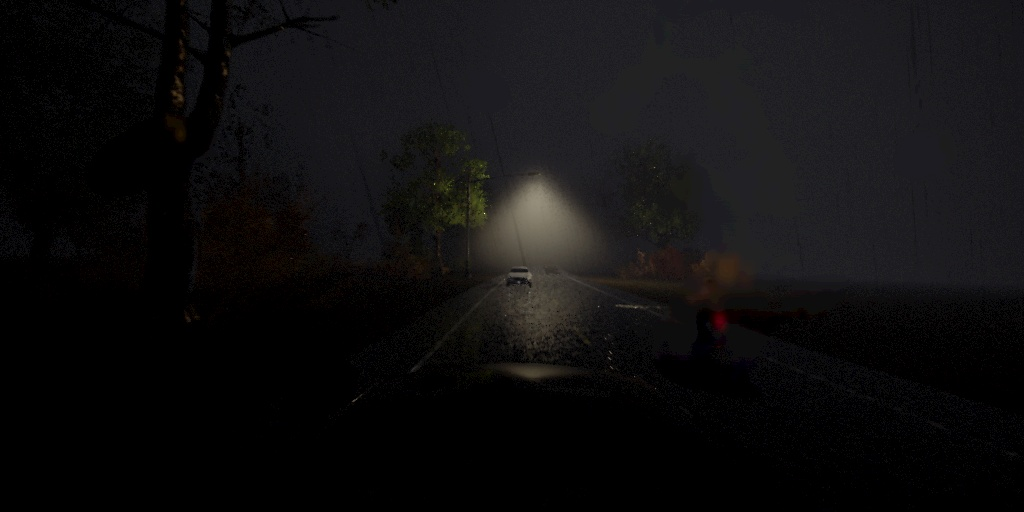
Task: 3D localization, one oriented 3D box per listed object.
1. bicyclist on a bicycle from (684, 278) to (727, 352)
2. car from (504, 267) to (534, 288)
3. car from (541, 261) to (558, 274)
[{"bbox_3d":[4.575,1.304,8.377,0.866,1.612,1.509,1,0,1],"label":"bicyclist on a bicycle"},{"bbox_3d":[0.567,1.526,26.825,1.812,1.442,4.674,1,-1,2],"label":"car"},{"bbox_3d":[5.955,1.898,54.440,2.128,1.511,4.902,1,-1,4],"label":"car"}]
